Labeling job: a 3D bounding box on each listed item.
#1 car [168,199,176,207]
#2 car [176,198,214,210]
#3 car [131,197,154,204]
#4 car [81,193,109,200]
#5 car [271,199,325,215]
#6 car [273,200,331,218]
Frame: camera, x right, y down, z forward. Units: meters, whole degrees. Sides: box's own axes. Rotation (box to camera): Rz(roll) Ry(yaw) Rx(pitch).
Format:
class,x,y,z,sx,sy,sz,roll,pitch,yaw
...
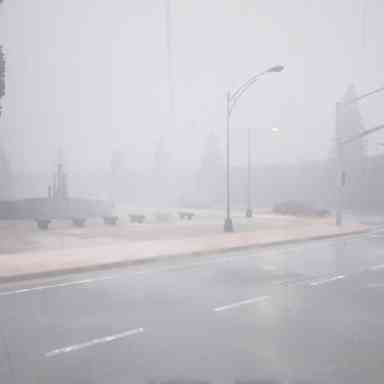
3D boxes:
class,x,y,z,sx,sy,sz,roll,pitch,yaw
car,-1.480,1.564,48.947,4.181,1.385,1.994,0,0,36
car,0.687,1.491,42.581,4.902,1.511,2.128,0,0,43
car,-9.175,1.564,61.164,4.181,1.385,1.994,0,0,22
car,-18.715,1.221,63.905,5.566,2.045,2.150,0,0,10
car,11.140,1.547,35.355,2.033,1.411,5.357,0,0,-36
car,10.063,1.547,30.886,2.033,1.411,5.357,0,0,-36
